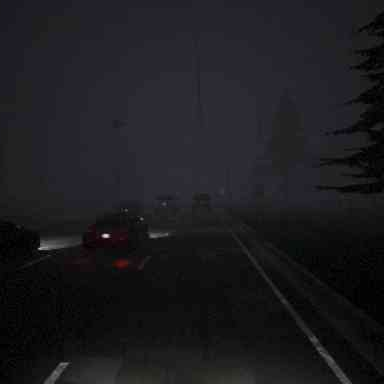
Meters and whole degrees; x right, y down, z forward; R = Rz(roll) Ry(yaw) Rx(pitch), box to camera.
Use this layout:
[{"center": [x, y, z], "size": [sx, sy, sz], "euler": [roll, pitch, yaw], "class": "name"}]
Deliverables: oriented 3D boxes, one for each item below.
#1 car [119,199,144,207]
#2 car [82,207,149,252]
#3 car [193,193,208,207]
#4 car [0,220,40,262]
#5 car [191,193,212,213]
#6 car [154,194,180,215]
[{"center": [-6.059, 1.474, 33.364], "size": [1.837, 1.490, 4.892], "euler": [0, 0, 1], "class": "car"}, {"center": [-3.050, 1.549, 13.965], "size": [1.994, 1.385, 4.181], "euler": [0, 0, 1], "class": "car"}, {"center": [1.243, 1.210, 51.519], "size": [2.150, 2.045, 5.566], "euler": [0, 0, 0], "class": "car"}, {"center": [-6.626, 1.538, 10.605], "size": [1.994, 1.385, 4.181], "euler": [0, 0, 1], "class": "car"}, {"center": [1.044, 1.216, 36.972], "size": [2.150, 2.045, 5.566], "euler": [0, 0, 1], "class": "car"}, {"center": [-2.526, 1.202, 34.042], "size": [2.150, 2.045, 5.566], "euler": [0, 0, 2], "class": "car"}]
